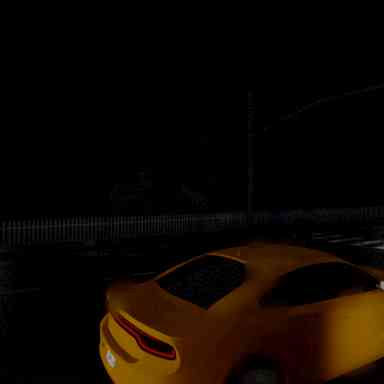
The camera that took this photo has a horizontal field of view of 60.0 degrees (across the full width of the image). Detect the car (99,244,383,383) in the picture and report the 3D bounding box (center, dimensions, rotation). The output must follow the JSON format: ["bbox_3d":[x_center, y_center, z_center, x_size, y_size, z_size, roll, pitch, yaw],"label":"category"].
[{"bbox_3d":[1.337,1.478,4.538,5.008,1.535,1.882,0,0,-30],"label":"car"}]
